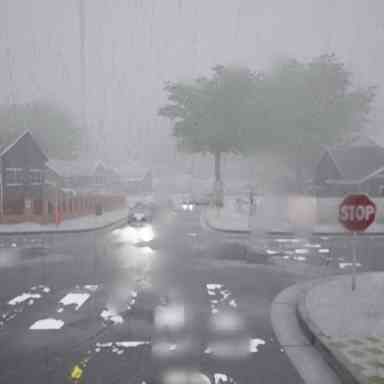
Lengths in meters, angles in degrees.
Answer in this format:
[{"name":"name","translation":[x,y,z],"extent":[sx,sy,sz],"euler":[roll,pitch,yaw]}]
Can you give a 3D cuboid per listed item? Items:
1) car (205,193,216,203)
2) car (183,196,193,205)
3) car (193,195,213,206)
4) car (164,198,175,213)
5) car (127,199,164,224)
[{"name":"car","translation":[3.778,1.266,66.510],"extent":[2.150,2.045,5.566],"euler":[1,0,13]},{"name":"car","translation":[-0.363,1.519,59.783],"extent":[2.128,1.511,4.902],"euler":[0,0,10]},{"name":"car","translation":[1.909,1.612,56.744],"extent":[1.994,1.385,4.181],"euler":[0,0,10]},{"name":"car","translation":[-3.086,1.513,37.683],"extent":[1.837,1.490,4.892],"euler":[0,0,4]},{"name":"car","translation":[-3.528,1.488,24.654],"extent":[2.128,1.511,4.902],"euler":[0,0,0]}]
